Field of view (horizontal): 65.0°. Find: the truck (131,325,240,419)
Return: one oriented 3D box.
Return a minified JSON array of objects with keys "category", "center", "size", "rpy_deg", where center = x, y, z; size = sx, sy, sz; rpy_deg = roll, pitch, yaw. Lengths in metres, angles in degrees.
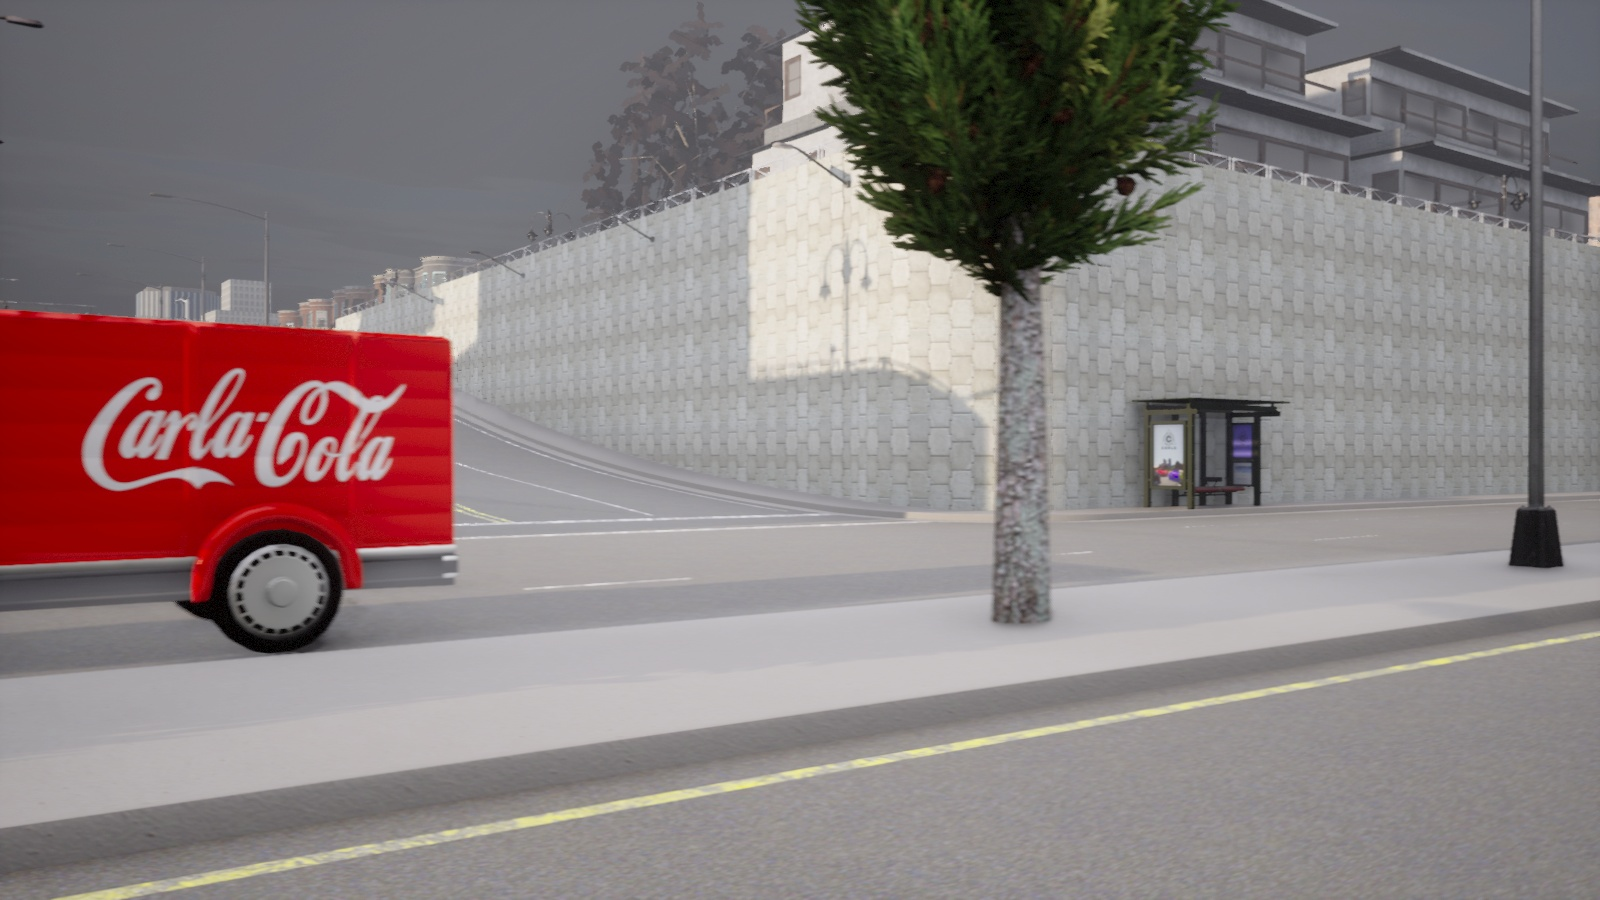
[{"category":"truck","center":[-21.553,-2.766,43.923],"size":[2.627,2.467,5.204],"rpy_deg":[0,11,-35]}]

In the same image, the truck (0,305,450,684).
[{"category":"truck","center":[-5.644,0.291,9.479],"size":[5.204,2.467,2.627],"rpy_deg":[0,0,-35]}]
